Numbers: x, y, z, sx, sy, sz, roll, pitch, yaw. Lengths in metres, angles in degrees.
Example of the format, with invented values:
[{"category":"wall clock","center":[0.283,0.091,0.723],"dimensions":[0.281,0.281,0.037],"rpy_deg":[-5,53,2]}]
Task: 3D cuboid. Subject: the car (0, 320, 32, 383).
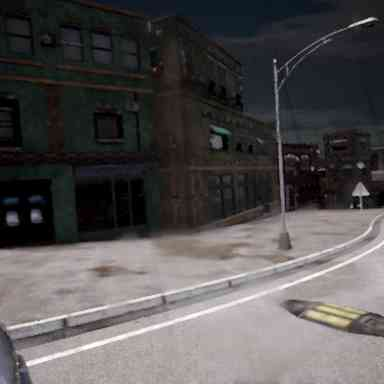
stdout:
[{"category":"car","center":[-3.652,1.565,1.500],"dimensions":[5.357,1.411,2.033],"rpy_deg":[0,0,-34]}]
